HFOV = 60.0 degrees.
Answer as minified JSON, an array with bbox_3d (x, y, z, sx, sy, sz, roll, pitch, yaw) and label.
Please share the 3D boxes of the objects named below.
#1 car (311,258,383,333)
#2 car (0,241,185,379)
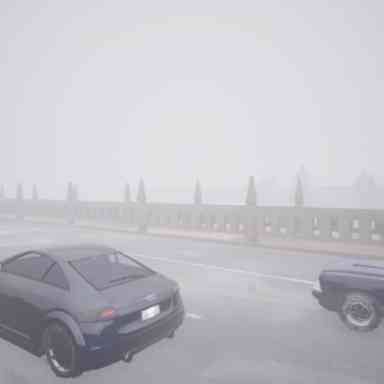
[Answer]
[{"bbox_3d":[4.424,1.603,5.136,4.718,1.301,1.895,0,0,36],"label":"car"},{"bbox_3d":[-2.175,1.548,5.546,4.181,1.385,1.994,0,0,36],"label":"car"}]
